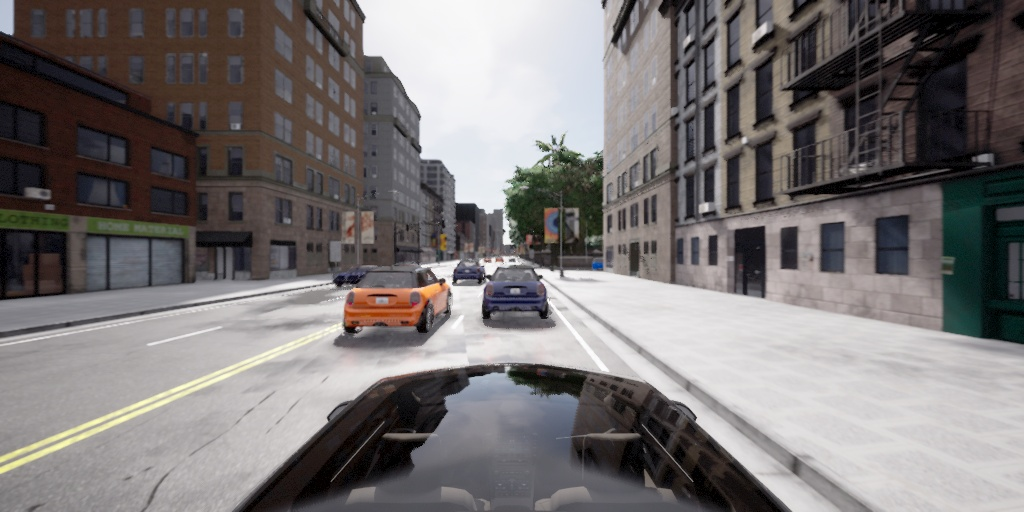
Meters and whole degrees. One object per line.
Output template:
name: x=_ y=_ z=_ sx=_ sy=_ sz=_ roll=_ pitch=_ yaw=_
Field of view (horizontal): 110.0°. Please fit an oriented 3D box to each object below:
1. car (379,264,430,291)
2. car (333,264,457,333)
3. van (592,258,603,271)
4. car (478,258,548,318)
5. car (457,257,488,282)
car: x=-6.599 y=1.248 z=22.541 sx=1.812 sy=1.442 sz=4.674 roll=0 pitch=0 yaw=0
car: x=-3.152 y=1.091 z=10.815 sx=2.097 sy=1.767 sz=4.553 roll=0 pitch=0 yaw=0
van: x=12.145 y=1.096 z=45.349 sx=3.998 sy=1.789 sz=1.690 roll=0 pitch=0 yaw=1
car: x=0.096 y=1.088 z=13.131 sx=2.097 sy=1.767 sz=4.553 roll=0 pitch=0 yaw=0
car: x=-3.162 y=1.068 z=27.260 sx=2.097 sy=1.767 sz=4.553 roll=0 pitch=0 yaw=0
